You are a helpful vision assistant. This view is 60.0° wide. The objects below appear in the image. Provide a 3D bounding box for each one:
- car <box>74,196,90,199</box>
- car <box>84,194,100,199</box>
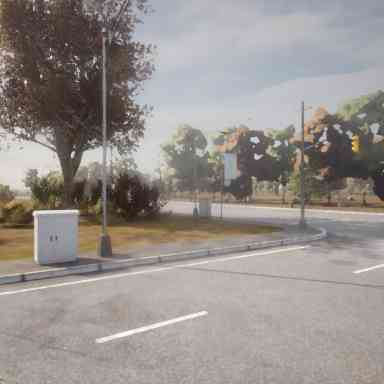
[{"bbox_3d":[-28.461,1.007,84.889,4.553,1.767,2.097,1,0,41],"label":"car"},{"bbox_3d":[-26.301,1.253,87.664,4.718,1.301,1.895,1,0,41],"label":"car"}]
